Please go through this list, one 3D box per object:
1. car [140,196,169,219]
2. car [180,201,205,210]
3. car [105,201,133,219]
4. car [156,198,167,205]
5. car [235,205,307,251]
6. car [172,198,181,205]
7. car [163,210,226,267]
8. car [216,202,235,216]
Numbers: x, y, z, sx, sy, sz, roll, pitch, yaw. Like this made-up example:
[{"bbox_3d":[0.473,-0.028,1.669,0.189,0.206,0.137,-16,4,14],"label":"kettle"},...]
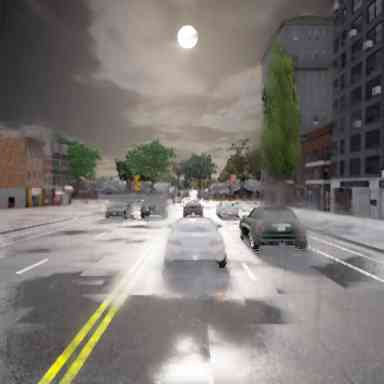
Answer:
[{"bbox_3d":[-3.339,1.358,30.654,2.150,2.045,5.566,0,0,0],"label":"car"},{"bbox_3d":[0.107,1.645,31.191,1.837,1.490,4.892,0,0,0],"label":"car"},{"bbox_3d":[-6.588,1.640,30.475,1.837,1.490,4.892,0,0,0],"label":"car"},{"bbox_3d":[-6.478,1.999,71.949,1.994,1.385,4.181,0,-1,0],"label":"car"},{"bbox_3d":[3.350,1.404,14.576,2.097,1.767,4.553,0,0,0],"label":"car"},{"bbox_3d":[-3.228,1.971,71.948,2.128,1.511,4.902,0,-1,0],"label":"car"},{"bbox_3d":[0.097,1.562,11.410,1.812,1.442,4.674,0,0,0],"label":"car"},{"bbox_3d":[3.358,1.672,32.003,1.812,1.442,4.674,0,0,0],"label":"car"}]
